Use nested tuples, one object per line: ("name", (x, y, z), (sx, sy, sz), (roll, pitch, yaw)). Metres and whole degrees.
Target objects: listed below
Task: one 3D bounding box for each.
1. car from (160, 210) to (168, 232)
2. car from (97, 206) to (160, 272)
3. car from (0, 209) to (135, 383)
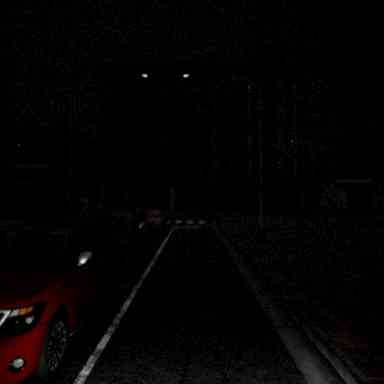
("car", (-2.543, 1.788, 22.167), (1.752, 1.417, 4.829), (1, -1, 0))
("car", (-2.577, 1.448, 11.275), (2.192, 1.841, 5.009), (1, -1, 0))
("car", (-2.596, 1.382, 5.744), (2.192, 1.841, 5.009), (1, -1, 0))
